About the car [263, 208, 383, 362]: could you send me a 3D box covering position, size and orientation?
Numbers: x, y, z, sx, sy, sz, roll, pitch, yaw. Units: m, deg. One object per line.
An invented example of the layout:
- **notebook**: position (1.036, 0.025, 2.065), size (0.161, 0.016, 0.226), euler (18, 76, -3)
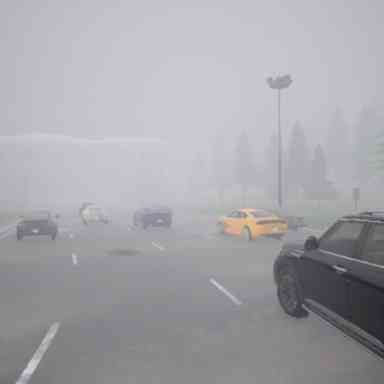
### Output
- **car**: position (3.070, 1.266, 4.601), size (2.150, 2.045, 5.566), euler (0, 0, -8)

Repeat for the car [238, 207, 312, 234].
- **car**: position (5.245, 1.760, 21.965), size (2.033, 1.411, 5.357), euler (0, -1, -20)

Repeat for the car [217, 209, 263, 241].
- **car**: position (3.020, 1.653, 17.855), size (1.882, 1.535, 5.008), euler (0, -1, -20)

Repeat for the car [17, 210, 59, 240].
- **car**: position (-8.373, 1.724, 18.247), size (1.812, 1.442, 4.674), euler (0, 0, -20)

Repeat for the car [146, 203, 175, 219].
- **car**: position (-3.336, 1.920, 34.785), size (1.994, 1.385, 4.181), euler (0, -1, -21)

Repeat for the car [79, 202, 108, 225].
- **car**: position (-7.977, 1.814, 27.208), size (1.812, 1.442, 4.674), euler (0, -1, -20)

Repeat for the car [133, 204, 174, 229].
- **car**: position (-2.913, 1.721, 23.641), size (1.882, 1.535, 5.008), euler (0, 0, -20)

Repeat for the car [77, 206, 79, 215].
- **car**: position (-11.339, 1.889, 36.185), size (1.837, 1.490, 4.892), euler (0, -1, -20)
